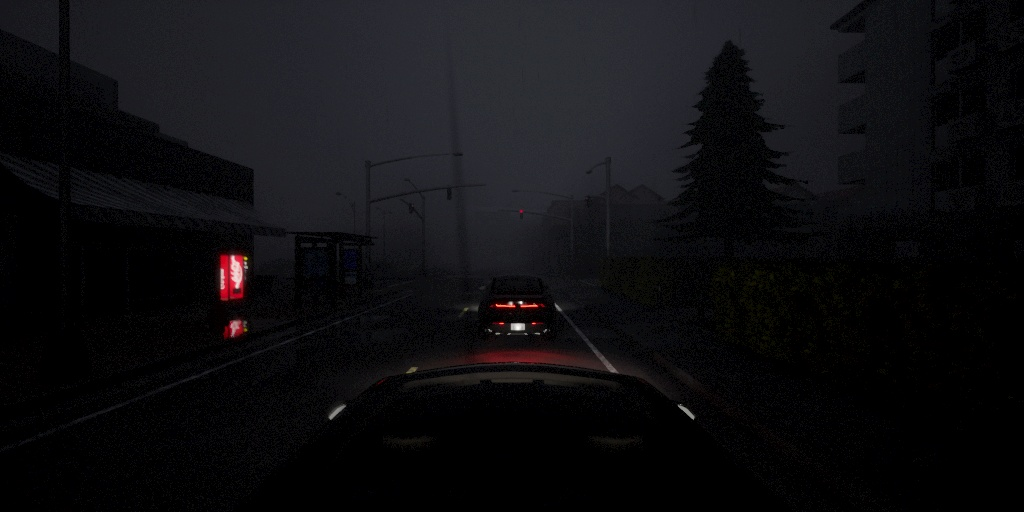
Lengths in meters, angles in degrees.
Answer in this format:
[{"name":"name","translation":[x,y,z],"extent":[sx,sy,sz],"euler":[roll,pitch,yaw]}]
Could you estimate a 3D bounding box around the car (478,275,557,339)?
[{"name":"car","translation":[0.118,1.255,10.038],"extent":[1.837,1.490,4.892],"euler":[0,0,0]}]
